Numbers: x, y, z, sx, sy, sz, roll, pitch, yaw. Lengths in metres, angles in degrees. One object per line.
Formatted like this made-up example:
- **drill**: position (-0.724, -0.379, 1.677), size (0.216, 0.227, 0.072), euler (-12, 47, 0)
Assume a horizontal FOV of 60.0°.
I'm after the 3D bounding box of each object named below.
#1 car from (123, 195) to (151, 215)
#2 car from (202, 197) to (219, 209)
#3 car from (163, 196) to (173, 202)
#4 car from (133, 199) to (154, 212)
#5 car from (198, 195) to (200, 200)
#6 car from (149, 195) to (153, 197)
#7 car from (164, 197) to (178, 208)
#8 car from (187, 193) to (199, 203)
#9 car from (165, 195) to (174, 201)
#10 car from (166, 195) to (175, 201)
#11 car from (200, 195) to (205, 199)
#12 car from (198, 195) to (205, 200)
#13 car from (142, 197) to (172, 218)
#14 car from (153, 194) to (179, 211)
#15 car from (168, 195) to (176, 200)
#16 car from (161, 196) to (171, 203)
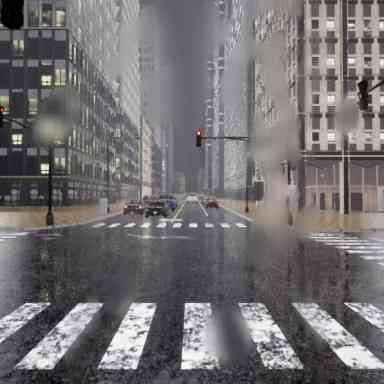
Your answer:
- **car**: position (-5.683, 1.453, 33.709), size (1.967, 1.590, 4.097), euler (1, 0, 0)
- **car**: position (2.691, 1.599, 44.923), size (1.802, 1.307, 4.206), euler (1, 0, 0)
- **car**: position (-5.697, 1.582, 78.310), size (2.008, 1.369, 4.403), euler (1, 0, 0)
- **car**: position (-5.688, 1.597, 39.284), size (1.802, 1.307, 4.206), euler (1, 0, 0)
- **car**: position (2.687, 1.590, 61.656), size (1.947, 1.339, 4.313), euler (1, 0, 0)
- **car**: position (-5.683, 1.332, 44.859), size (2.192, 1.841, 5.009), euler (1, 0, 0)
- **car**: position (-3.101, 1.524, 50.827), size (1.837, 1.490, 4.892), euler (0, 0, 0)
- **car**: position (0.069, 1.250, 70.517), size (2.150, 2.045, 5.566), euler (0, 0, 0)
- **car**: position (-5.698, 1.578, 83.885), size (1.887, 1.381, 4.507), euler (1, 0, 0)
- **car**: position (-5.700, 1.587, 89.460), size (2.008, 1.369, 4.403), euler (1, 0, 0)
- **car**: position (2.690, 1.547, 56.249), size (1.752, 1.417, 4.829), euler (1, 0, 0)
- **car**: position (2.679, 1.584, 95.119), size (1.887, 1.381, 4.507), euler (1, 0, 0)
- **car**: position (-3.108, 1.516, 30.391), size (1.837, 1.490, 4.892), euler (0, 0, 0)
- **car**: position (-3.106, 1.237, 40.418), size (2.150, 2.045, 5.566), euler (0, 0, 0)
- **car**: position (-5.702, 1.605, 95.035), size (1.947, 1.339, 4.313), euler (1, 0, 0)
- **car**: position (-5.695, 1.573, 72.735), size (1.887, 1.381, 4.507), euler (1, 0, 0)
